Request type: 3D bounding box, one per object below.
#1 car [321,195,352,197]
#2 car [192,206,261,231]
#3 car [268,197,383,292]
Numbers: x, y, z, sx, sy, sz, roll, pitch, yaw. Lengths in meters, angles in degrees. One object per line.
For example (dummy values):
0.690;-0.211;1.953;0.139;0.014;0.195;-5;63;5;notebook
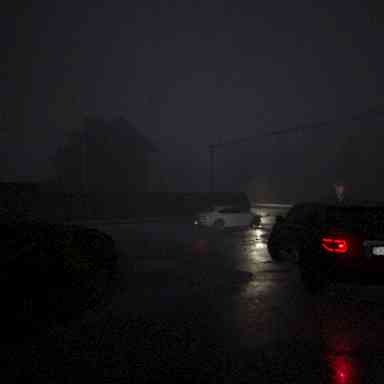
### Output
15.159;1.374;36.384;2.150;2.045;5.566;2;-1;-17;car
2.199;1.599;20.936;4.674;1.442;1.812;0;0;-32;car
3.713;1.258;9.130;2.150;2.045;5.566;0;0;1;car
